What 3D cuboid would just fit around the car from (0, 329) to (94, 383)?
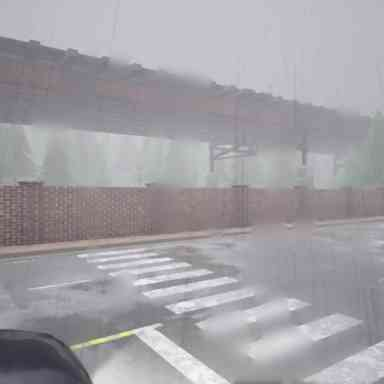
[{"bbox_3d":[-2.632,1.564,1.870,4.181,1.385,1.994,0,0,-35],"label":"car"}]
